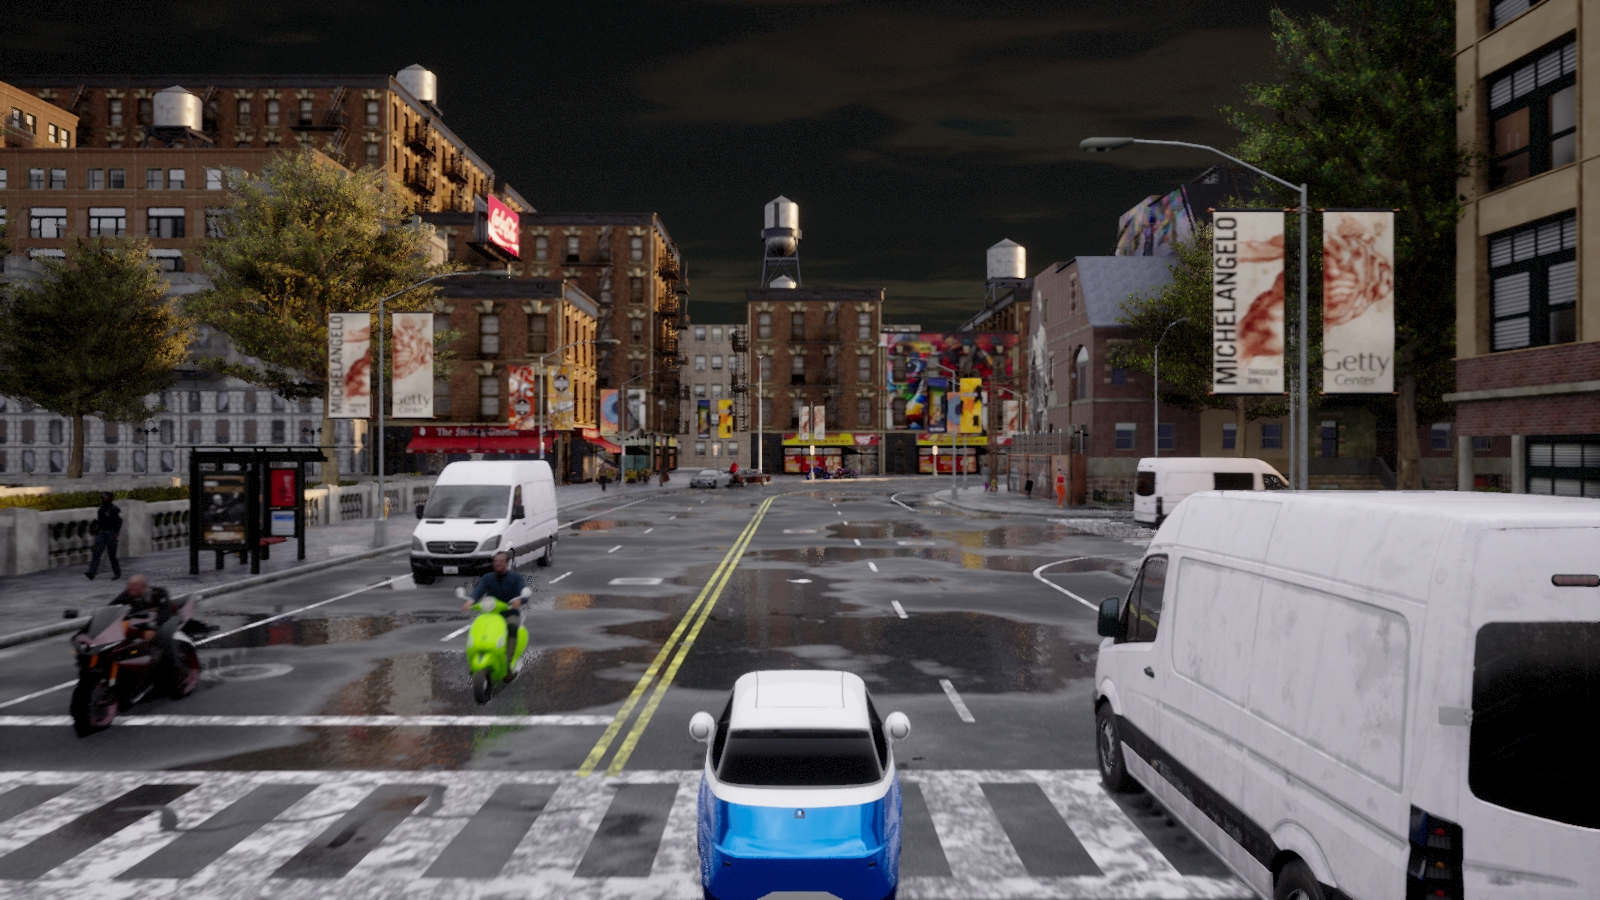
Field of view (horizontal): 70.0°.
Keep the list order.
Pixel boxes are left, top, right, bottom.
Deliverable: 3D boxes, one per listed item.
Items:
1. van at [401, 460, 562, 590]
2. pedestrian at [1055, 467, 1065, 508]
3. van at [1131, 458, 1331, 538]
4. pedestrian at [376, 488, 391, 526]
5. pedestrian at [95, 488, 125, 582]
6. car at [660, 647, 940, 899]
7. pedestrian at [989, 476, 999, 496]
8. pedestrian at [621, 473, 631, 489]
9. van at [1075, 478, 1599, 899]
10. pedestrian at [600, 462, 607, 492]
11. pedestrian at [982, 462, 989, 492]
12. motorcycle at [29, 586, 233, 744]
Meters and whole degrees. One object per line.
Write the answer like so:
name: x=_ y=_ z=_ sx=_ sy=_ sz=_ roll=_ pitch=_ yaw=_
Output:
van: x=-6.989 y=1.535 z=25.801 sx=1.988 sy=2.561 sz=5.915 roll=0 pitch=0 yaw=0
pedestrian: x=11.739 y=1.696 z=51.603 sx=0.375 sy=1.860 sz=0.375 roll=0 pitch=0 yaw=-1
van: x=14.138 y=1.533 z=37.651 sx=5.915 sy=2.561 sz=1.988 roll=0 pitch=0 yaw=-7
pedestrian: x=-14.491 y=1.975 z=39.767 sx=0.375 sy=1.300 sz=0.375 roll=0 pitch=0 yaw=5
pedestrian: x=-13.840 y=1.696 z=22.918 sx=0.375 sy=1.860 sz=0.375 roll=0 pitch=0 yaw=0
car: x=-0.001 y=2.120 z=7.148 sx=1.481 sy=1.376 sz=2.207 roll=0 pitch=0 yaw=0
pedestrian: x=11.184 y=2.075 z=65.788 sx=0.500 sy=1.100 sz=0.500 roll=0 pitch=0 yaw=3
pedestrian: x=-11.692 y=2.075 z=76.643 sx=0.500 sy=1.100 sz=0.500 roll=0 pitch=0 yaw=11
van: x=3.510 y=1.534 z=7.490 sx=1.988 sy=2.561 sz=5.915 roll=0 pitch=0 yaw=0
pedestrian: x=-12.186 y=1.695 z=70.828 sx=0.375 sy=1.860 sz=0.375 roll=0 pitch=0 yaw=3
pedestrian: x=11.558 y=1.696 z=71.120 sx=0.375 sy=1.860 sz=0.375 roll=0 pitch=0 yaw=1
motorcycle: x=-6.996 y=2.205 z=12.120 sx=0.867 sy=1.251 sz=2.209 roll=0 pitch=0 yaw=0
